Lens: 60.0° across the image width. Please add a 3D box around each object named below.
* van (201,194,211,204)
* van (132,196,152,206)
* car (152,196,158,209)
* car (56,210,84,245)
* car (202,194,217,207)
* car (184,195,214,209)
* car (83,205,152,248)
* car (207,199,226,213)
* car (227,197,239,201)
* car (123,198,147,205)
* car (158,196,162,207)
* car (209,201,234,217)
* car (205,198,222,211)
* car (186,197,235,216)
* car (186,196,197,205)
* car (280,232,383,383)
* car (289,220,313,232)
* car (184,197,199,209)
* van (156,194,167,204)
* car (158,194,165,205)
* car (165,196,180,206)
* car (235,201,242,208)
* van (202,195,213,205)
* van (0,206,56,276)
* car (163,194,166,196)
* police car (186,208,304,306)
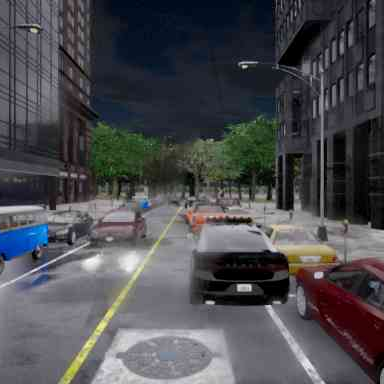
[{"bbox_3d":[2.689,1.360,64.245,1.690,1.788,3.998,0,0,0],"label":"van"},{"bbox_3d":[-5.806,1.346,37.048,1.690,1.788,3.998,0,0,0],"label":"van"},{"bbox_3d":[-5.812,1.532,42.315,1.752,1.417,4.829,0,0,0],"label":"car"},{"bbox_3d":[-5.781,1.551,15.297,2.008,1.369,4.403,0,0,0],"label":"car"},{"bbox_3d":[2.701,1.327,53.370,2.192,1.841,5.009,0,0,0],"label":"car"},{"bbox_3d":[0.688,1.353,24.132,2.097,1.767,4.553,0,0,2],"label":"car"},{"bbox_3d":[-3.118,1.526,14.902,1.812,1.442,4.674,0,0,0],"label":"car"},{"bbox_3d":[2.719,1.530,37.227,1.752,1.417,4.829,0,0,0],"label":"car"},{"bbox_3d":[2.731,1.317,26.182,2.192,1.841,5.009,0,0,0],"label":"car"},{"bbox_3d":[-5.799,1.569,31.610,1.947,1.339,4.313,0,0,0],"label":"car"},{"bbox_3d":[-5.818,1.575,47.923,1.947,1.339,4.313,0,0,0],"label":"car"},{"bbox_3d":[2.726,1.554,31.619,2.008,1.369,4.403,0,0,0],"label":"car"},{"bbox_3d":[2.713,1.552,42.495,1.887,1.381,4.507,0,0,0],"label":"car"},{"bbox_3d":[0.879,1.352,18.104,2.097,1.767,4.553,0,0,0],"label":"car"},{"bbox_3d":[-0.066,1.521,59.356,1.837,1.490,4.892,0,0,0],"label":"car"},{"bbox_3d":[2.756,1.545,4.432,1.887,1.381,4.507,0,0,0],"label":"car"},{"bbox_3d":[2.750,1.525,10.039,1.752,1.417,4.829,0,0,0],"label":"car"},{"bbox_3d":[-0.040,1.513,45.791,1.837,1.490,4.892,0,0,1],"label":"car"},{"bbox_3d":[-5.836,1.360,64.236,1.690,1.788,3.998,0,0,0],"label":"van"},{"bbox_3d":[-5.824,1.537,53.191,1.752,1.417,4.829,0,0,0],"label":"car"},{"bbox_3d":[-3.063,1.615,56.041,1.895,1.301,4.718,0,0,0],"label":"car"},{"bbox_3d":[2.738,1.526,20.914,1.752,1.417,4.829,0,0,0],"label":"car"},{"bbox_3d":[2.695,1.356,58.807,1.690,1.788,3.998,0,0,0],"label":"van"},{"bbox_3d":[-5.775,1.341,9.860,1.690,1.788,3.998,0,0,0],"label":"van"},{"bbox_3d":[-5.830,1.456,58.798,1.967,1.590,4.097,0,0,0],"label":"car"},{"bbox_3d":[0.890,1.426,8.244,1.930,1.638,5.238,0,0,0],"label":"police car"}]
